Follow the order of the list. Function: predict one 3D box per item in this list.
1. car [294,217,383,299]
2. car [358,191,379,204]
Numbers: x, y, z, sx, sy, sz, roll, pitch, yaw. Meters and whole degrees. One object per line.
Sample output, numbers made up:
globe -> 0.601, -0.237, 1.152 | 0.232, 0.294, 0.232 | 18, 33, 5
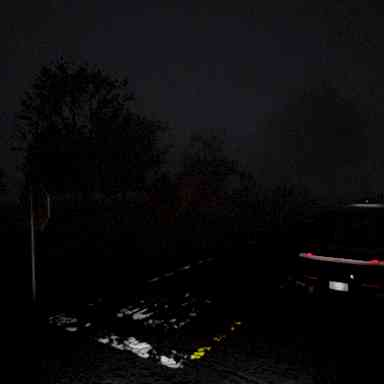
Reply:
car -> 3.798, 1.329, 7.655 | 2.128, 1.511, 4.902 | 0, 1, 33
car -> 20.634, 0.595, 38.686 | 2.033, 1.411, 5.357 | 0, 1, 33
